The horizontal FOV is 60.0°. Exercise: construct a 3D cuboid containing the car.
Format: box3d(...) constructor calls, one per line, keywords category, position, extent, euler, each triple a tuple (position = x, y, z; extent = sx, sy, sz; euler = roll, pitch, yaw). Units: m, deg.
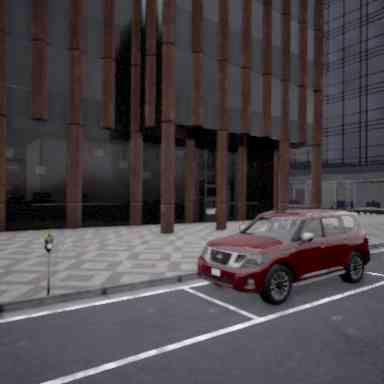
box3d(category="car", position=(2.559, 1.402, 8.476), extent=(5.009, 1.841, 2.192), euler=(1, -1, -36))
